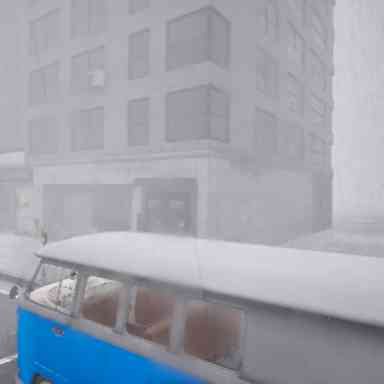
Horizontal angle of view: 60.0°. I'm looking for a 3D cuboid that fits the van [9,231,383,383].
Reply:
[{"bbox_3d":[0.049,1.340,2.913,3.998,1.788,1.690,0,1,35],"label":"van"}]
